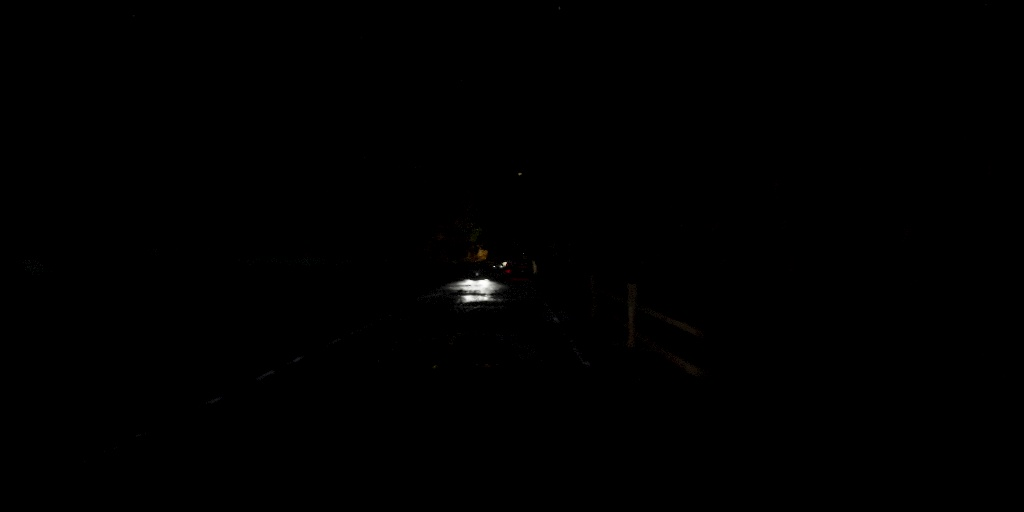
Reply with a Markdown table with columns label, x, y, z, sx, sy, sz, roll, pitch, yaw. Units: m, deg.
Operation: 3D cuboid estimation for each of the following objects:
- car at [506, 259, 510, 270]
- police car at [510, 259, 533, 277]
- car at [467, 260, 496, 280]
| label | x | y | z | sx | sy | sz | roll | pitch | yaw |
| --- | --- | --- | --- | --- | --- | --- | --- | --- | --- |
| car | 0.011 | 1.340 | 53.418 | 1.895 | 1.301 | 4.718 | 0 | 0 | 0 |
| police car | 0.966 | 1.165 | 34.791 | 1.930 | 1.638 | 5.238 | 0 | 0 | 0 |
| car | -2.839 | 1.232 | 31.765 | 2.128 | 1.511 | 4.902 | 0 | 0 | 0 |
